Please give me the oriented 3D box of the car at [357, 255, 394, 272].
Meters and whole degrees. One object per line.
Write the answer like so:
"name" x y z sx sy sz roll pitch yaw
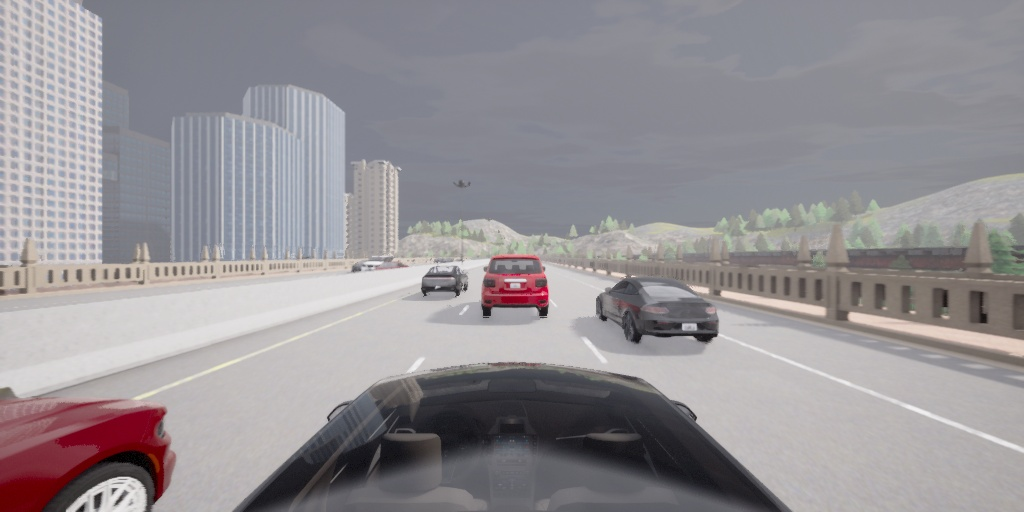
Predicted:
"car" -14.094 0.962 38.376 2.150 2.045 5.566 0 0 0

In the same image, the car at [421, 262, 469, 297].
"car" -3.402 1.237 18.824 2.128 1.511 4.902 0 0 0

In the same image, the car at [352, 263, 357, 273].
"car" -17.586 1.217 43.350 1.882 1.535 5.008 0 0 0

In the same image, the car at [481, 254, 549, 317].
"car" 0.099 0.968 13.277 2.150 2.045 5.566 0 0 0

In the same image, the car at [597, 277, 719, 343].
"car" 3.599 1.274 9.569 1.812 1.442 4.674 0 0 0

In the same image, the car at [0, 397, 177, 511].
"car" -3.401 1.228 0.541 1.882 1.535 5.008 0 0 0

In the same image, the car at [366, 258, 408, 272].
"car" -10.598 1.220 31.438 1.882 1.535 5.008 0 0 0
